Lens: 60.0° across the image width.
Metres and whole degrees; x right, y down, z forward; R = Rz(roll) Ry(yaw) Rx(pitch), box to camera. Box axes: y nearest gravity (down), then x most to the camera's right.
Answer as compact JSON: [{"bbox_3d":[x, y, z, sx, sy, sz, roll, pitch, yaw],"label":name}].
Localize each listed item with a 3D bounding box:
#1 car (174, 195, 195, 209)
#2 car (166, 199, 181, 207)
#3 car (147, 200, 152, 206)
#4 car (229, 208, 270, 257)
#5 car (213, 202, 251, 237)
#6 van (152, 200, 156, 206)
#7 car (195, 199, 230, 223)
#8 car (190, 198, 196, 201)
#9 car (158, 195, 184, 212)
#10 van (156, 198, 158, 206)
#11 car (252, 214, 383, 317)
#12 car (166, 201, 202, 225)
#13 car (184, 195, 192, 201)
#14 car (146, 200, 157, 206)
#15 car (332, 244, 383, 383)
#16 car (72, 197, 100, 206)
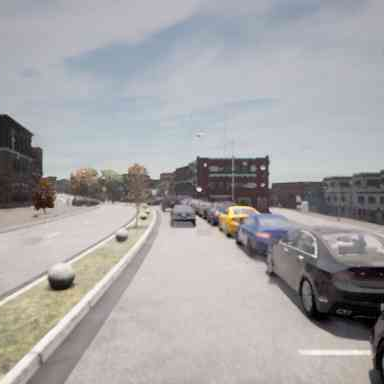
[{"bbox_3d":[-1.257,1.540,51.731,2.435,2.045,5.566,0,-1,-10],"label":"car"},{"bbox_3d":[-3.481,2.043,62.544,2.002,1.452,4.674,0,-1,-12],"label":"car"},{"bbox_3d":[-9.178,2.716,83.996,2.163,1.488,4.792,0,-2,-16],"label":"car"},{"bbox_3d":[2.875,1.554,12.996,2.002,1.452,4.674,0,0,-1],"label":"car"},{"bbox_3d":[2.642,1.544,18.540,2.097,1.535,5.008,0,0,-2],"label":"car"},{"bbox_3d":[-7.621,2.265,78.775,1.878,1.987,4.442,0,-2,-15],"label":"van"},{"bbox_3d":[1.796,1.635,29.759,2.163,1.488,4.792,0,0,-5],"label":"car"},{"bbox_3d":[1.213,1.676,35.248,2.002,1.452,4.674,0,0,-6],"label":"car"},{"bbox_3d":[-2.771,1.425,42.654,2.150,2.045,5.566,0,-1,-8],"label":"car"},{"bbox_3d":[-6.136,2.082,73.442,1.878,1.987,4.442,0,-2,-14],"label":"van"},{"bbox_3d":[2.988,1.489,7.449,2.231,1.521,4.892,0,0,0],"label":"car"},{"bbox_3d":[-0.752,1.646,24.960,2.033,1.411,5.357,0,0,-5],"label":"car"},{"bbox_3d":[-0.318,1.593,46.199,2.185,1.767,4.553,0,-1,-9],"label":"car"},{"bbox_3d":[-10.863,2.880,89.222,2.097,1.535,5.008,0,-2,-18],"label":"car"},{"bbox_3d":[2.997,1.481,1.929,2.231,1.521,4.892,0,0,0],"label":"car"},{"bbox_3d":[-22.091,2.032,69.248,5.566,2.045,2.435,0,-2,-15],"label":"car"}]
